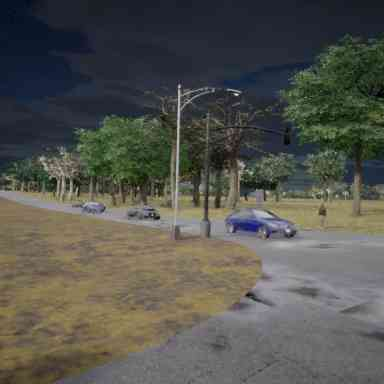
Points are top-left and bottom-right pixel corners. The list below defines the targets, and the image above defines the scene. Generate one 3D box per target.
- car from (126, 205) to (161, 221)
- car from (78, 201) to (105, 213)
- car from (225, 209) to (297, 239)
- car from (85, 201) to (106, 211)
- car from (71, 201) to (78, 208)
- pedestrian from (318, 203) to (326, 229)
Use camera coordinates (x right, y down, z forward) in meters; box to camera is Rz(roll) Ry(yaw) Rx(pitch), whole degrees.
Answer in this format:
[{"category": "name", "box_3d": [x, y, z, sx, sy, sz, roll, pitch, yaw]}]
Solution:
[{"category": "car", "box_3d": [-4.585, 1.911, 30.964, 1.994, 1.385, 4.181, 3, -2, -34]}, {"category": "car", "box_3d": [-13.055, 2.008, 43.701, 1.812, 1.442, 4.674, 3, -2, -34]}, {"category": "car", "box_3d": [3.544, 1.652, 18.002, 1.812, 1.442, 4.674, 2, -2, -27]}, {"category": "car", "box_3d": [-15.805, 2.258, 54.476, 1.994, 1.385, 4.181, 3, -2, -35]}, {"category": "car", "box_3d": [-21.363, 2.312, 62.786, 1.994, 1.385, 4.181, 3, -2, -34]}, {"category": "pedestrian", "box_3d": [9.314, 1.720, 23.829, 0.375, 1.860, 0.375, 2, -1, -34]}]
